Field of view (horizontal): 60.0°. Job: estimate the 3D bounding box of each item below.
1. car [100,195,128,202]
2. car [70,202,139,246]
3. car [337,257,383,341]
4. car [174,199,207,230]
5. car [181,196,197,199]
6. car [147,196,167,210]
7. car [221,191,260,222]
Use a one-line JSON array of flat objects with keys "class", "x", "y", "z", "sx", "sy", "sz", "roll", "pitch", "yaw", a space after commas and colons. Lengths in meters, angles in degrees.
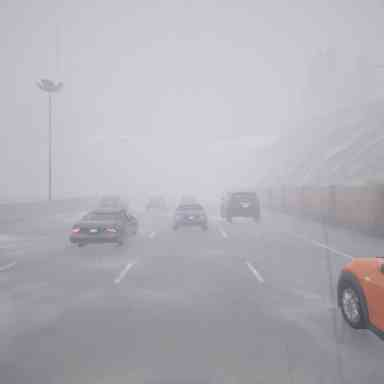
[{"class": "car", "x": -7.263, "y": 1.022, "z": 31.235, "sx": 2.097, "sy": 1.767, "sz": 4.553, "roll": 0, "pitch": 1, "yaw": -1}, {"class": "car", "x": -3.535, "y": 1.395, "z": 14.303, "sx": 2.033, "sy": 1.411, "sz": 5.357, "roll": 0, "pitch": 1, "yaw": -1}, {"class": "car", "x": 3.562, "y": 1.310, "z": 3.913, "sx": 2.097, "sy": 1.767, "sz": 4.553, "roll": 0, "pitch": 1, "yaw": 0}, {"class": "car", "x": -0.105, "y": 1.339, "z": 19.559, "sx": 2.033, "sy": 1.411, "sz": 5.357, "roll": 0, "pitch": 1, "yaw": -1}, {"class": "car", "x": -0.368, "y": 1.150, "z": 39.028, "sx": 1.994, "sy": 1.385, "sz": 4.181, "roll": 0, "pitch": 1, "yaw": -1}, {"class": "car", "x": -3.833, "y": 1.161, "z": 36.473, "sx": 2.033, "sy": 1.411, "sz": 5.357, "roll": 0, "pitch": 1, "yaw": -1}, {"class": "car", "x": 3.341, "y": 0.970, "z": 23.654, "sx": 2.150, "sy": 2.045, "sz": 5.566, "roll": 0, "pitch": 1, "yaw": -1}]
